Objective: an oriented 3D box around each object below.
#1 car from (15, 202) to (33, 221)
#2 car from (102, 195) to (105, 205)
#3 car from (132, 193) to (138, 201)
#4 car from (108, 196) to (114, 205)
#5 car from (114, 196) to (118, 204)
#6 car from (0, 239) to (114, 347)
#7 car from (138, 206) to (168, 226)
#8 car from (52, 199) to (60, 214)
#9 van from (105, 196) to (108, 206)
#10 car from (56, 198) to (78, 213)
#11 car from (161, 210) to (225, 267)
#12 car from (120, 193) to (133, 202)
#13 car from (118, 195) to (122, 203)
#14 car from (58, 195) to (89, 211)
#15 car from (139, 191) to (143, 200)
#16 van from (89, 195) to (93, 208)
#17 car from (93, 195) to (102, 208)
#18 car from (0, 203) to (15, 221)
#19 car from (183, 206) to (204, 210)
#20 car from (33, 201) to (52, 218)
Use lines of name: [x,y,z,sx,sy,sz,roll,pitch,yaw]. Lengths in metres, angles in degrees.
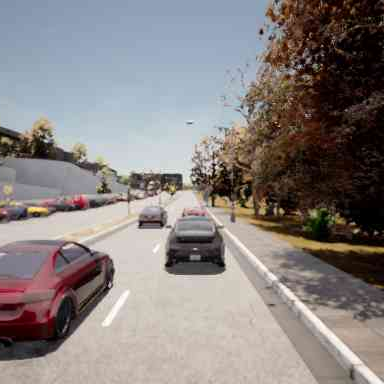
car: [-16.886,1.781,29.021,4.792,1.488,2.163,-1,0,-20]
car: [-16.829,1.720,52.911,4.892,1.521,2.231,-1,1,-20]
car: [-16.976,1.594,82.806,5.366,1.575,1.946,-1,1,-20]
car: [-16.801,1.569,58.885,4.553,1.767,2.185,-1,1,-20]
car: [-16.821,1.723,61.858,4.674,1.452,2.002,-1,1,-20]
car: [-2.915,1.624,6.590,1.994,1.385,4.181,0,0,0]
car: [-2.894,1.783,25.348,2.033,1.411,5.357,0,0,0]
car: [-16.826,1.794,35.017,4.792,1.488,2.163,-1,0,-20]
van: [-16.943,1.483,55.849,4.442,1.987,1.878,-1,1,-20]
car: [-16.843,1.800,40.975,4.674,1.452,2.002,-1,0,-20]
car: [0.099,1.621,11.870,1.837,1.490,4.892,0,0,0]
car: [-16.784,1.651,76.882,4.792,1.488,2.163,-1,0,-20]
car: [-16.797,1.700,64.876,4.792,1.488,2.163,-1,0,-20]
car: [-16.873,1.503,43.945,5.566,2.045,2.435,-1,0,-20]
car: [-16.775,1.306,88.896,5.566,2.045,2.435,-1,0,-20]
van: [-16.736,1.516,46.988,4.442,1.987,1.878,-1,0,-20]
car: [-16.816,1.479,49.941,5.566,2.045,2.435,-1,0,-20]
car: [-16.857,1.774,26.048,4.674,1.452,2.002,-1,0,-20]
car: [0.110,1.855,28.730,1.895,1.301,4.718,0,0,0]
car: [-16.684,1.754,32.090,5.366,1.575,1.946,-1,0,-20]
